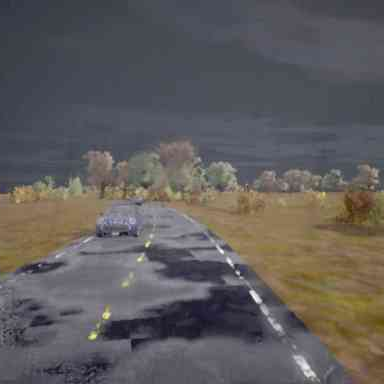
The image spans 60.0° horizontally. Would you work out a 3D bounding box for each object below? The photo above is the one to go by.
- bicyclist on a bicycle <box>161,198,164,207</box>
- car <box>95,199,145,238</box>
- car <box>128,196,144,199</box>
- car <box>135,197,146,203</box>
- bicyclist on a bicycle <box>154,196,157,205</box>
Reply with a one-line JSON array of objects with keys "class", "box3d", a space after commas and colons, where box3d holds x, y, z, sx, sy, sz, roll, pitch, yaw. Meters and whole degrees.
[{"class": "bicyclist on a bicycle", "box3d": [-4.704, 1.712, 53.018, 0.582, 1.620, 1.656, 0, -1, -12]}, {"class": "car", "box3d": [-3.867, 1.441, 18.296, 2.097, 1.767, 4.553, 0, 0, -4]}, {"class": "car", "box3d": [-9.781, 1.897, 58.100, 1.895, 1.301, 4.718, 0, 0, -12]}, {"class": "car", "box3d": [-12.267, 1.933, 78.908, 1.812, 1.442, 4.674, 0, 0, -18]}, {"class": "bicyclist on a bicycle", "box3d": [-6.809, 1.681, 62.357, 0.659, 1.776, 1.843, 0, 0, -14]}]
